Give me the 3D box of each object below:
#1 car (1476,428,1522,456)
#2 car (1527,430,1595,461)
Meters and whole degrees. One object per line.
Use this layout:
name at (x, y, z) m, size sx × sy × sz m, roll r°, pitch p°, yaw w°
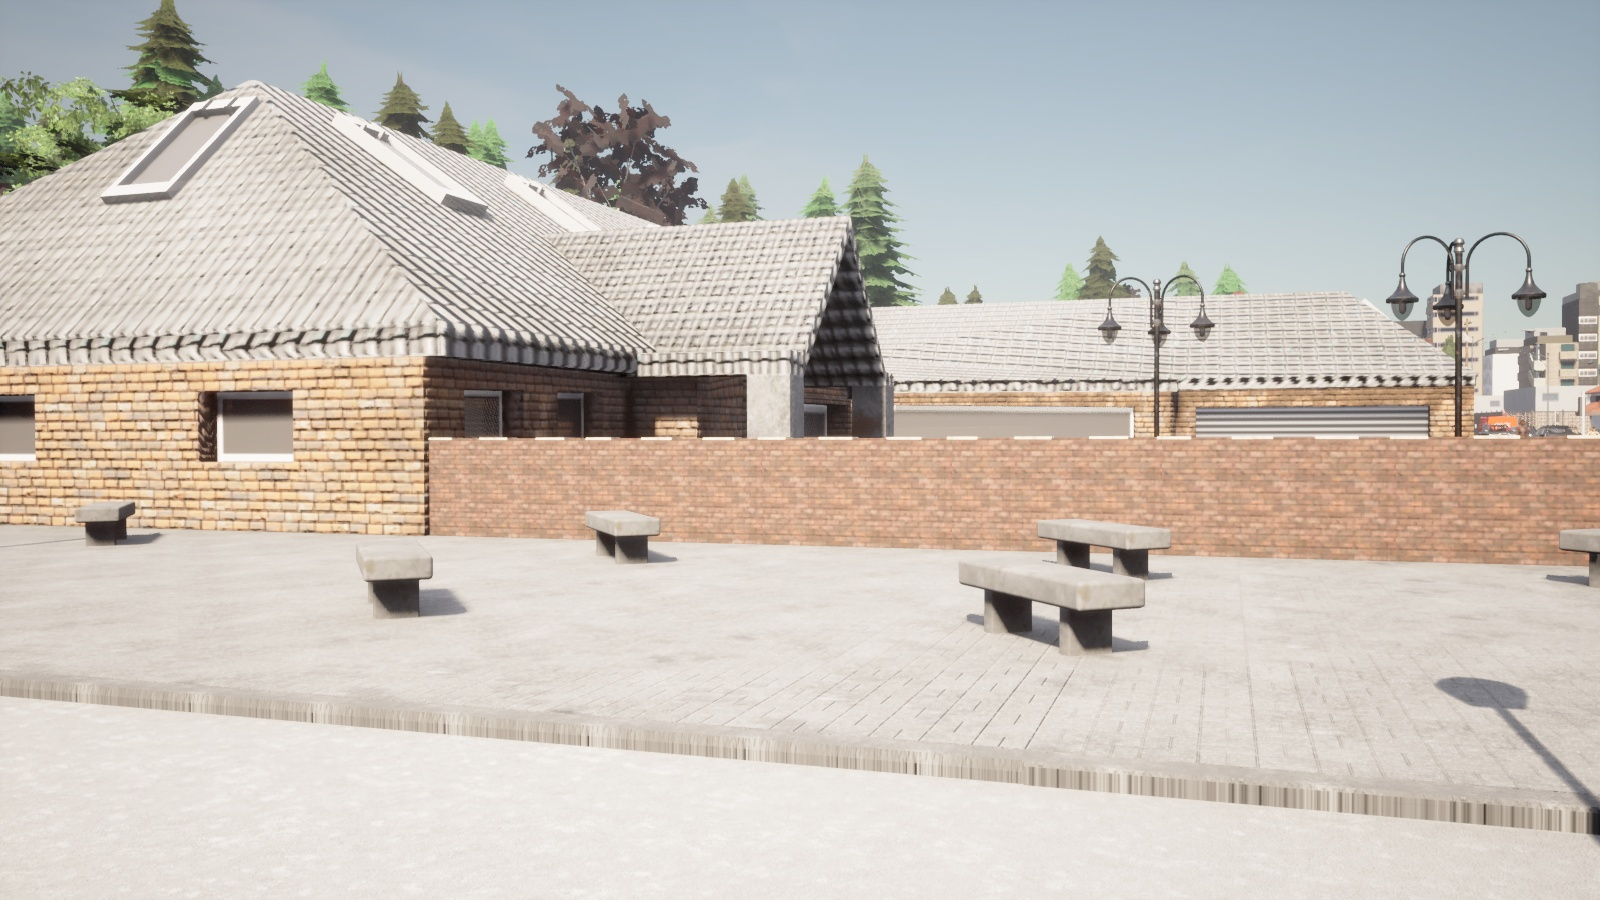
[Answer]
car at (47.662, -0.551, 85.748) m, size 1.932 × 1.855 × 4.605 m, roll 1°, pitch 1°, yaw 18°
car at (42.318, -0.290, 69.938) m, size 2.242 × 1.667 × 4.611 m, roll 1°, pitch 1°, yaw 19°
